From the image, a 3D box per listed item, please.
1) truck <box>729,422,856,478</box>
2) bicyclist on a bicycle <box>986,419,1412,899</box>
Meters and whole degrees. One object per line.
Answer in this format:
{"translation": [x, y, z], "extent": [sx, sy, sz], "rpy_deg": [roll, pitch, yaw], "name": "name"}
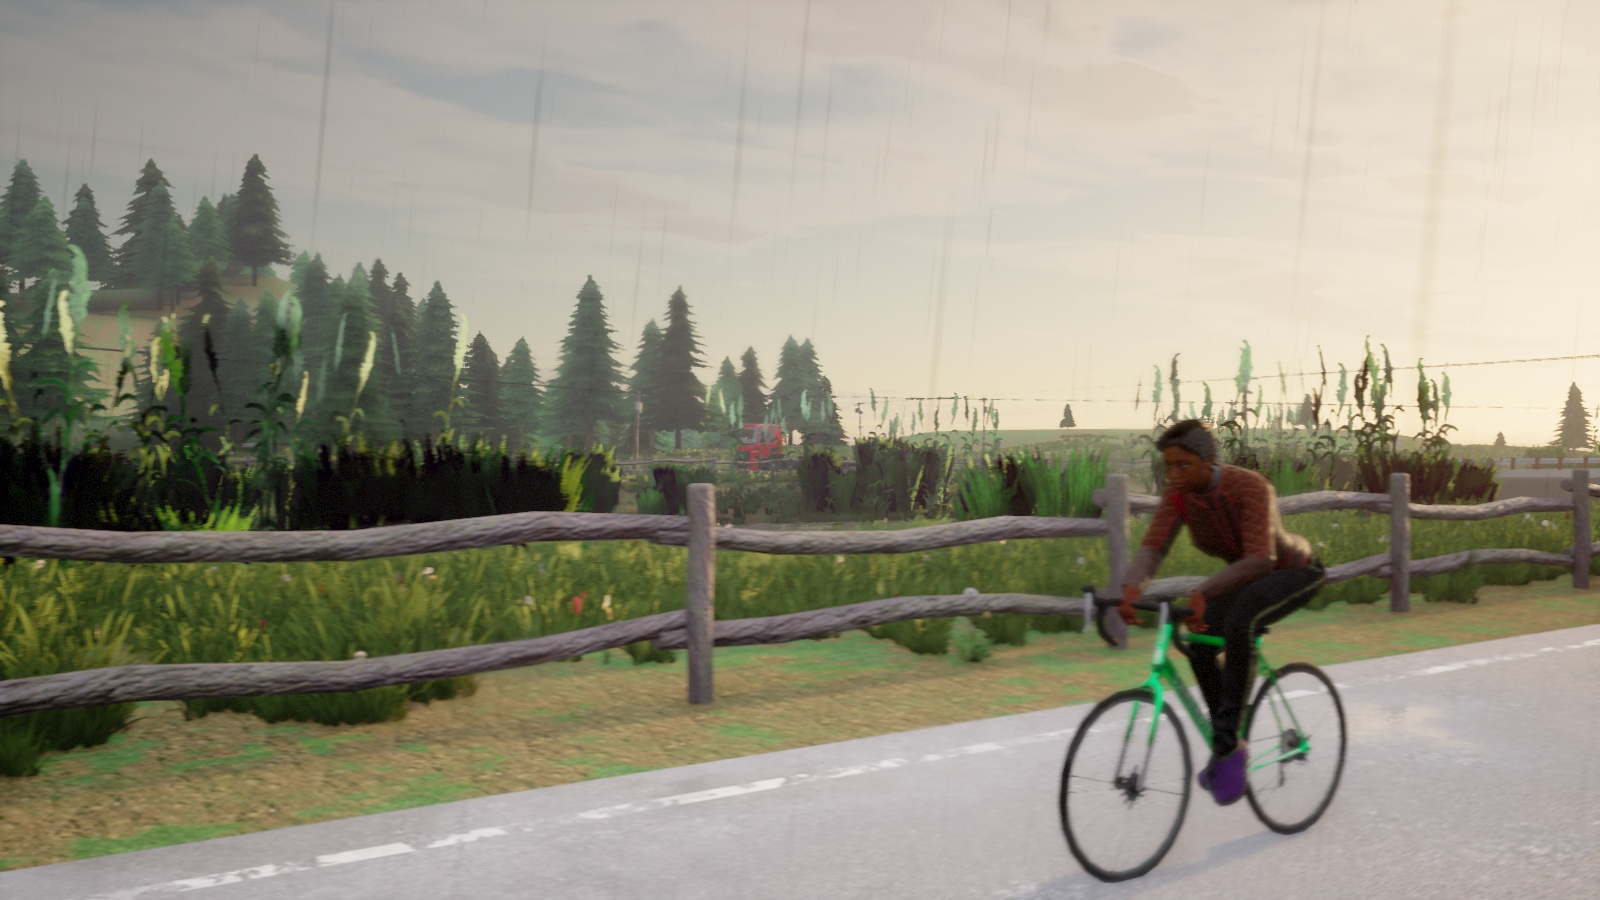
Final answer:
{"translation": [-0.441, -0.016, 81.354], "extent": [7.936, 3.462, 2.891], "rpy_deg": [0, 0, -32], "name": "truck"}
{"translation": [1.513, 0.705, 4.642], "extent": [1.656, 1.620, 0.582], "rpy_deg": [-1, 0, -34], "name": "bicyclist on a bicycle"}
